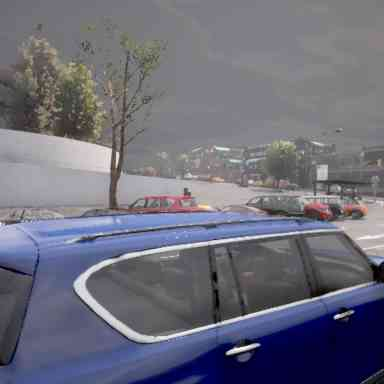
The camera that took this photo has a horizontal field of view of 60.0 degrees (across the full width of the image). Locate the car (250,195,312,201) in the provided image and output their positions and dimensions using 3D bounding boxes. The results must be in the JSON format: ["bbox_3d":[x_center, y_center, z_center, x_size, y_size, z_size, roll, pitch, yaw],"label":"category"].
[{"bbox_3d":[5.265,1.264,23.977,5.566,2.045,2.435,-1,-1,35],"label":"car"}]

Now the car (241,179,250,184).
[{"bbox_3d":[13.778,-2.042,77.345,2.002,1.452,4.674,7,4,35],"label":"car"}]

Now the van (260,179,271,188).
[{"bbox_3d":[17.188,-1.762,72.297,1.878,1.987,4.442,7,4,35],"label":"van"}]

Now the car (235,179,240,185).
[{"bbox_3d":[12.034,-2.315,79.806,2.002,1.452,4.674,7,3,35],"label":"car"}]

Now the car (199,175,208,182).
[{"bbox_3d":[5.069,-3.697,89.570,2.435,2.045,5.566,7,3,34],"label":"car"}]

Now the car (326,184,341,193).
[{"bbox_3d":[25.897,-0.424,60.084,2.435,2.045,5.566,7,3,35],"label":"car"}]

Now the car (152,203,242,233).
[{"bbox_3d":[0.234,1.504,20.588,5.366,1.575,1.946,-1,-1,35],"label":"car"}]

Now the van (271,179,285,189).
[{"bbox_3d":[18.919,-1.489,69.827,1.878,1.987,4.442,7,4,35],"label":"van"}]

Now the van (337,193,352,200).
[{"bbox_3d":[10.314,1.298,27.356,4.442,1.987,1.878,-1,-1,35],"label":"van"}]

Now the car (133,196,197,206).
[{"bbox_3d":[-2.084,1.249,18.759,5.566,2.045,2.435,-1,-1,34],"label":"car"}]

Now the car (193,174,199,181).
[{"bbox_3d":[3.273,-3.849,92.035,2.185,1.767,4.553,6,3,34],"label":"car"}]

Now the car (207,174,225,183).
[{"bbox_3d":[6.922,-3.174,87.312,1.946,1.575,5.366,7,3,34],"label":"car"}]

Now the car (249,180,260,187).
[{"bbox_3d":[15.611,-1.810,75.026,1.946,1.575,5.366,7,3,35],"label":"car"}]

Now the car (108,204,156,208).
[{"bbox_3d":[-4.528,1.525,17.012,4.792,1.488,2.163,-1,-1,34],"label":"car"}]

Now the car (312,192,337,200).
[{"bbox_3d":[7.777,1.268,25.684,5.566,2.045,2.435,-1,-1,35],"label":"car"}]

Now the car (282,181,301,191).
[{"bbox_3d":[20.680,-0.991,67.466,2.231,1.521,4.892,7,3,35],"label":"car"}]

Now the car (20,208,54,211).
[{"bbox_3d":[-6.946,1.494,15.263,4.892,1.521,2.231,-1,-1,34],"label":"car"}]

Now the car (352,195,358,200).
[{"bbox_3d":[12.722,1.405,29.108,4.553,1.767,2.185,-1,-1,35],"label":"car"}]

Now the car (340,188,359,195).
[{"bbox_3d":[27.590,0.138,57.613,2.002,1.452,4.674,7,3,35],"label":"car"}]

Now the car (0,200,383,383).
[{"bbox_3d":[0.564,1.227,3.541,5.566,2.045,2.150,-1,0,-36],"label":"car"}]

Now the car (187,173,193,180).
[{"bbox_3d":[1.541,-4.083,94.503,2.185,1.767,4.553,4,1,33],"label":"car"}]
